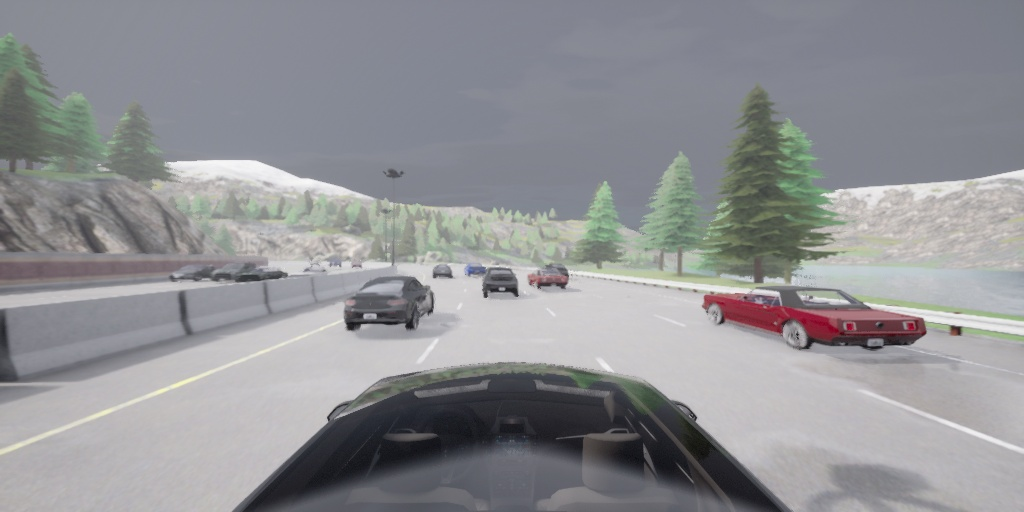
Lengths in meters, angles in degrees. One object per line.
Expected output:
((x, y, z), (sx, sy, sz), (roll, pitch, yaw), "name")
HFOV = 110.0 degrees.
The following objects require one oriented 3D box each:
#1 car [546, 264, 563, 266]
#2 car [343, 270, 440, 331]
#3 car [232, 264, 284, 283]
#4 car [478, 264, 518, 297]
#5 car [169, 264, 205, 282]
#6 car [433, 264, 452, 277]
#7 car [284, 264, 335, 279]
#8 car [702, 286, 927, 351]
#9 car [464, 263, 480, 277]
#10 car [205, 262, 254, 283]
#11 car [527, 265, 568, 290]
((4.023, 1.504, 35.424), (1.837, 1.490, 4.892), (1, 0, -12), "car")
((-3.637, 1.348, 11.215), (1.812, 1.442, 4.674), (0, 0, -3), "car")
((-20.014, 1.562, 28.962), (1.895, 1.301, 4.718), (0, 0, -11), "car")
((-0.780, 1.394, 20.257), (1.837, 1.490, 4.892), (1, 0, -7), "car")
((-27.695, 1.476, 31.550), (2.128, 1.511, 4.902), (0, -1, -12), "car")
((-7.563, 1.591, 38.651), (1.994, 1.385, 4.181), (0, 0, -14), "car")
((-16.590, 1.566, 29.672), (1.895, 1.301, 4.718), (0, 0, -11), "car")
((6.963, 1.403, 9.163), (1.895, 1.301, 4.718), (0, 0, -2), "car")
((-4.295, 1.517, 40.473), (1.882, 1.535, 5.008), (1, 0, -14), "car")
((-24.101, 1.333, 31.443), (2.097, 1.767, 4.553), (0, 0, -12), "car")
((2.240, 1.516, 24.095), (1.895, 1.301, 4.718), (0, 0, -7), "car")
